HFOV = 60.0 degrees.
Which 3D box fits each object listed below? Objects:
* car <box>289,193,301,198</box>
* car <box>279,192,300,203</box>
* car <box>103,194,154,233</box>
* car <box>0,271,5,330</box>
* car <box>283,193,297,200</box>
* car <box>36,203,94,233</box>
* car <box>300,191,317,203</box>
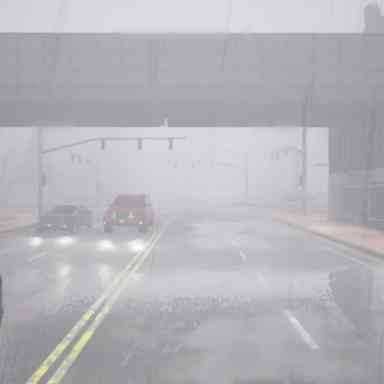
[{"bbox_3d":[27.928,0.927,90.376,1.970,1.475,3.806,0,0,0],"label":"car"},{"bbox_3d":[16.654,0.853,57.827,1.932,1.855,4.605,0,0,0],"label":"car"},{"bbox_3d":[-3.498,1.117,19.390,2.150,2.045,5.566,0,0,0],"label":"car"},{"bbox_3d":[-3.590,1.463,2.651,1.882,1.535,5.008,0,0,0],"label":"car"},{"bbox_3d":[22.203,1.005,75.257,1.970,1.475,3.806,0,0,0],"label":"car"},{"bbox_3d":[-7.006,1.410,18.819,1.837,1.490,4.892,0,0,0],"label":"car"},{"bbox_3d":[19.548,0.856,57.781,1.905,1.878,3.866,0,0,0],"label":"car"}]
